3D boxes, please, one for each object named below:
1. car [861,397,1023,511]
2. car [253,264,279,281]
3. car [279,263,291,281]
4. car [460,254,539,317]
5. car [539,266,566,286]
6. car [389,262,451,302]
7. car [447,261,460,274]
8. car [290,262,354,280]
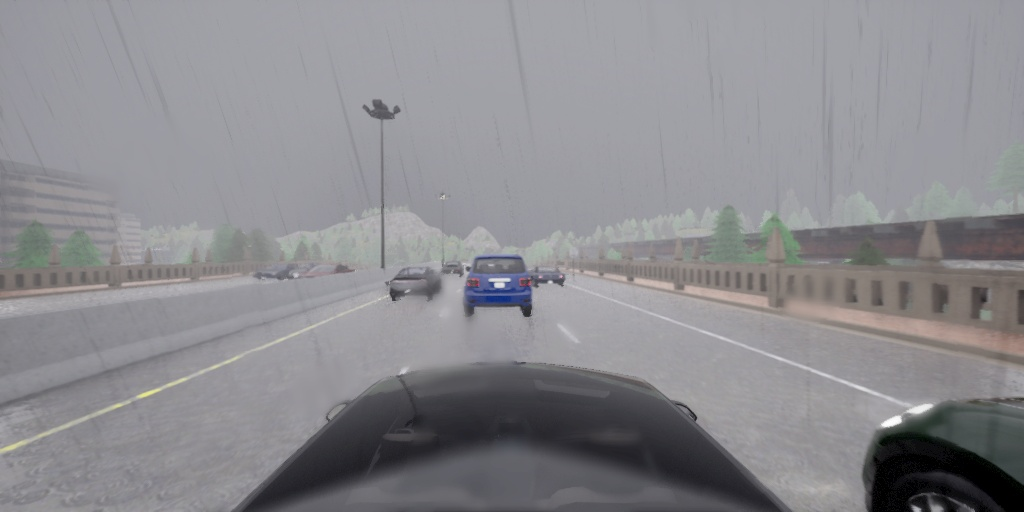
[{"bbox_3d":[3.430,1.092,0.541,2.097,1.767,4.553,0,0,1],"label":"car"},{"bbox_3d":[-19.557,1.335,30.641,2.033,1.411,5.357,0,0,-4],"label":"car"},{"bbox_3d":[-15.897,1.266,28.672,2.128,1.511,4.902,0,0,-4],"label":"car"},{"bbox_3d":[-0.547,0.950,13.314,2.150,2.045,5.566,0,0,-4],"label":"car"},{"bbox_3d":[2.187,1.297,24.102,1.895,1.301,4.718,0,0,-4],"label":"car"},{"bbox_3d":[-4.311,1.232,16.785,2.128,1.511,4.902,0,0,-4],"label":"car"},{"bbox_3d":[-5.640,1.218,34.982,1.837,1.490,4.892,0,0,-4],"label":"car"},{"bbox_3d":[-12.000,1.243,23.444,1.882,1.535,5.008,0,0,-4],"label":"car"}]
